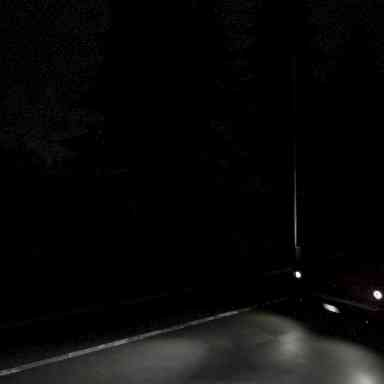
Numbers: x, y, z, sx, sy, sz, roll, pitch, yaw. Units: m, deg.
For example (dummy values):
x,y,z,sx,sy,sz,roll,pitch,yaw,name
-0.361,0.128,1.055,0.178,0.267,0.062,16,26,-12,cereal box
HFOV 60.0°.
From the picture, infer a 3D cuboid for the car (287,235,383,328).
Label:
x,y,z,sx,sy,sz,roll,pitch,yaw,name
4.129,1.601,6.697,4.718,1.301,1.895,0,0,-33,car
